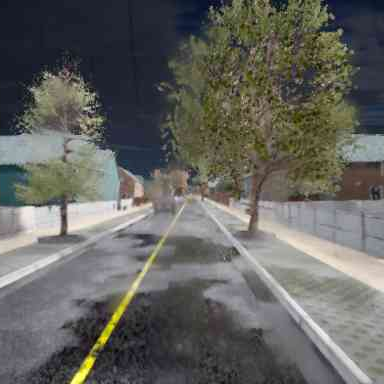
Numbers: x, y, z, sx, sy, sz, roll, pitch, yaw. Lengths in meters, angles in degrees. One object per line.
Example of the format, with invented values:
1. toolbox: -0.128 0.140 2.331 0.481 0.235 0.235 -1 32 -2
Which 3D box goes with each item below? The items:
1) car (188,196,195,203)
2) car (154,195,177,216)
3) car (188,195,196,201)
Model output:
1. car: -0.111 1.798 81.244 1.882 1.535 5.008 0 0 0
2. car: -2.798 1.387 35.786 2.150 2.045 5.566 0 0 0
3. car: -0.124 1.724 91.531 2.128 1.511 4.902 0 0 0
